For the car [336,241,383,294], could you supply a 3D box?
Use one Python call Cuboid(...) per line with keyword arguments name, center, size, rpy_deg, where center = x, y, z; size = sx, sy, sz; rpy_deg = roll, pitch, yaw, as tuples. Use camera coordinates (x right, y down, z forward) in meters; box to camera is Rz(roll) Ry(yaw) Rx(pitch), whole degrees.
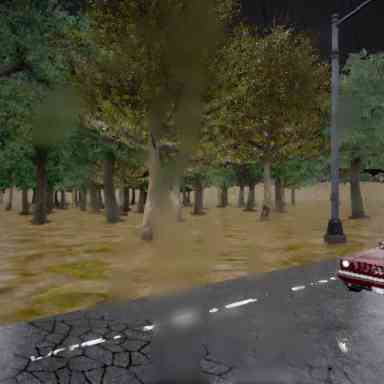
Cuboid(name="car", center=(5.431, 1.604, 7.732), size=(4.718, 1.301, 1.895), rpy_deg=(0, 0, -35))
